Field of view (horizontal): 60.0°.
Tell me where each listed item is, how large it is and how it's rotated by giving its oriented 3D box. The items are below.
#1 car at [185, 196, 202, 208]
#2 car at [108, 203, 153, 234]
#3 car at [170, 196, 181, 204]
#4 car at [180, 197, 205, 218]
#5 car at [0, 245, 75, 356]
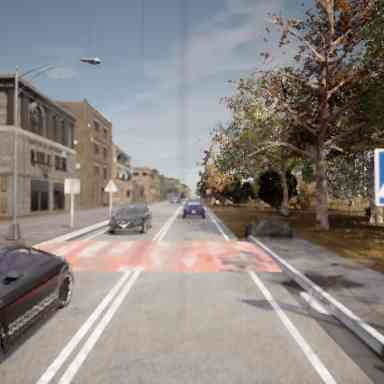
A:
[{"bbox_3d":[0.217,1.378,45.855,2.128,1.511,4.902,0,0,0],"label":"car"},{"bbox_3d":[-3.309,1.438,18.683,1.837,1.490,4.892,0,0,0],"label":"car"},{"bbox_3d":[-3.067,1.517,61.895,1.812,1.442,4.674,0,-1,1],"label":"car"},{"bbox_3d":[0.151,1.423,28.841,1.812,1.442,4.674,0,0,0],"label":"car"},{"bbox_3d":[-3.345,1.544,5.025,1.994,1.385,4.181,0,0,0],"label":"car"}]
